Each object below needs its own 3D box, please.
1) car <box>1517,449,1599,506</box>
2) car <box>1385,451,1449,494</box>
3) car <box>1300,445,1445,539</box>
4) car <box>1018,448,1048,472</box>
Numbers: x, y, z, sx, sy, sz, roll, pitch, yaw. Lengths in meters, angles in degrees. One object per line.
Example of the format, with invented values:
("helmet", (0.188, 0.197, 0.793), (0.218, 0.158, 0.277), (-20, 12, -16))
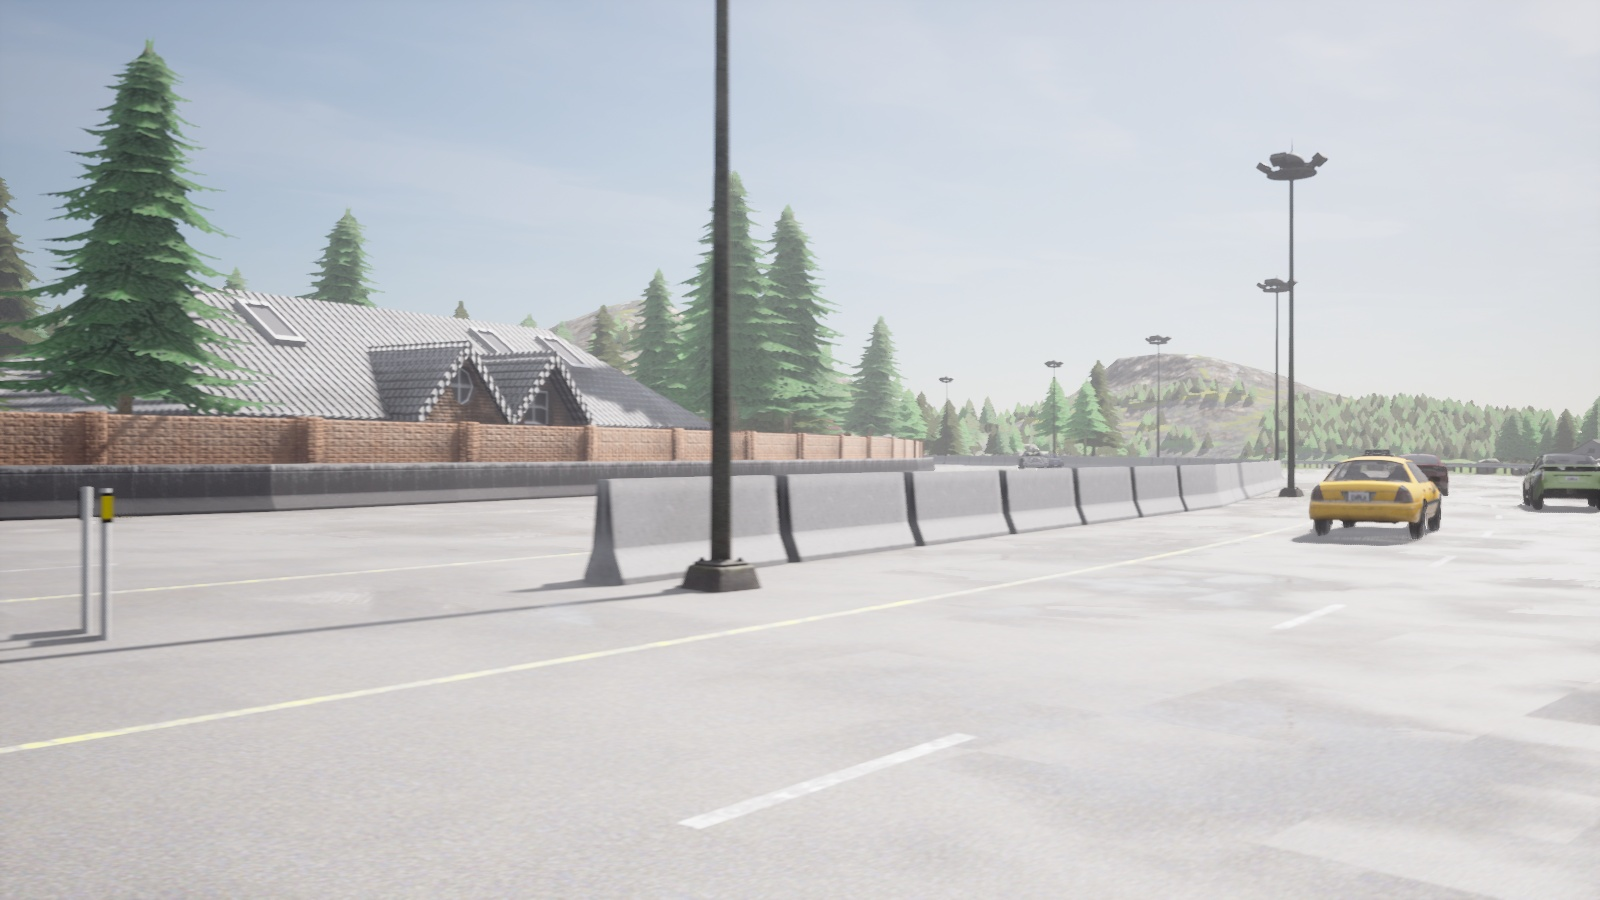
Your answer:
("car", (21.601, 0.733, 35.554), (2.007, 1.525, 4.514), (0, 0, 27))
("car", (23.270, 0.790, 47.483), (1.882, 1.535, 5.008), (0, 0, 23))
("car", (10.958, 0.719, 23.810), (1.801, 1.575, 5.366), (0, 0, 32))
("car", (18.118, 0.763, 97.779), (1.932, 1.855, 4.605), (0, 0, 6))
